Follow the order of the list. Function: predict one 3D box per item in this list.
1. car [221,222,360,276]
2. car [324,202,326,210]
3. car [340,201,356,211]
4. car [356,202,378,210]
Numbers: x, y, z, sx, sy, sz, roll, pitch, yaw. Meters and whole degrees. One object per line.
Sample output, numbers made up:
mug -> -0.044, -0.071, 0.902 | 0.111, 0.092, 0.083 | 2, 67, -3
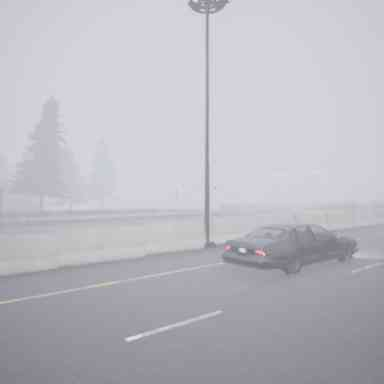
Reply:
car -> 3.426, 1.708, 11.002 | 5.357, 1.411, 2.033 | 0, -1, -38
car -> 21.559, 2.246, 52.130 | 4.181, 1.385, 1.994 | 0, -1, -38
car -> 23.300, 2.114, 49.057 | 4.892, 1.490, 1.837 | 0, -1, -38
car -> 25.488, 2.086, 46.328 | 5.357, 1.411, 2.033 | 0, -1, -38
